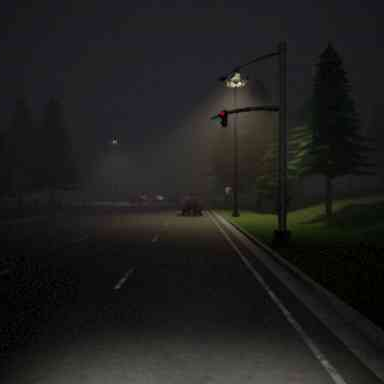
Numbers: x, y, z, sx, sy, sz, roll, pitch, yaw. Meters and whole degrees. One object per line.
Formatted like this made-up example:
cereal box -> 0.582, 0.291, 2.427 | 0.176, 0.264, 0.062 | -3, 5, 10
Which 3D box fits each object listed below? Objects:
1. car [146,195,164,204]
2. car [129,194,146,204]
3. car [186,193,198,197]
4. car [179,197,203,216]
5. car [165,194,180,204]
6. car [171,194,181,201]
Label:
car -> -7.017, 1.540, 63.201 | 1.895, 1.301, 4.718 | 0, 0, 0
car -> -10.517, 1.487, 62.754 | 2.033, 1.411, 5.357 | 0, 0, 0
car -> -0.017, 1.162, 62.786 | 2.150, 2.045, 5.566 | 0, 0, 0
car -> -0.008, 1.495, 32.144 | 1.812, 1.442, 4.674 | 0, 0, 0
car -> -3.517, 1.504, 63.172 | 1.994, 1.385, 4.181 | 0, 0, 0
car -> -3.520, 1.241, 73.175 | 1.882, 1.535, 5.008 | 0, 0, 0
